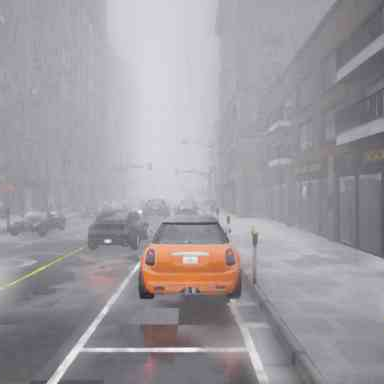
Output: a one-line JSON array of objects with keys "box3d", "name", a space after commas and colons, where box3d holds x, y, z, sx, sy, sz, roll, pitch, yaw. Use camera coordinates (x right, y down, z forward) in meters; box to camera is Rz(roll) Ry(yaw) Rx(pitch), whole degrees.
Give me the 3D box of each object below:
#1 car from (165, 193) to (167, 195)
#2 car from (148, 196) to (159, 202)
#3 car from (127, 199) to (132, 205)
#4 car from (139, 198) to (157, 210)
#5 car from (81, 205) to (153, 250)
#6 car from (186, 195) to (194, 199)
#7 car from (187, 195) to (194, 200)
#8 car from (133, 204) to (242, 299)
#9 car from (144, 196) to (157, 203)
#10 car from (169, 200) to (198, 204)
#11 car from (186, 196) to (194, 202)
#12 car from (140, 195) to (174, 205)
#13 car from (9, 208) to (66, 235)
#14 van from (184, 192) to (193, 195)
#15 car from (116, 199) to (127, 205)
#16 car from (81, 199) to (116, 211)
[{"box3d": [-8.408, 1.518, 90.251, 1.752, 1.417, 4.829, 0, 0, 0], "name": "car"}, {"box3d": [-8.408, 1.542, 73.374, 1.887, 1.381, 4.507, 0, 0, 0], "name": "car"}, {"box3d": [-8.408, 1.550, 40.611, 2.008, 1.369, 4.403, 0, 0, 0], "name": "car"}, {"box3d": [-5.770, 1.560, 44.356, 1.812, 1.442, 4.674, 0, 0, 0], "name": "car"}, {"box3d": [-3.020, 1.517, 14.356, 1.837, 1.490, 4.892, 0, 0, 0], "name": "car"}, {"box3d": [-0.383, 1.439, 35.101, 1.967, 1.590, 4.097, 0, 0, 0], "name": "car"}, {"box3d": [-0.383, 1.575, 90.427, 1.802, 1.307, 4.206, 0, 0, 0], "name": "car"}, {"box3d": [-0.033, 1.352, 8.620, 2.097, 1.767, 4.553, 0, 0, 0], "name": "car"}, {"box3d": [-8.408, 1.548, 67.693, 2.008, 1.369, 4.403, 0, 0, 0], "name": "car"}, {"box3d": [-0.383, 1.550, 24.063, 2.008, 1.369, 4.403, 0, 0, 0], "name": "car"}, {"box3d": [-0.383, 1.579, 79.064, 1.802, 1.307, 4.206, 0, 0, 0], "name": "car"}, {"box3d": [-3.020, 1.366, 29.326, 2.097, 1.767, 4.553, 0, 0, 0], "name": "car"}, {"box3d": [-8.408, 1.581, 18.538, 1.802, 1.307, 4.206, 0, 0, 0], "name": "car"}, {"box3d": [-0.383, 1.339, 67.702, 1.690, 1.788, 3.998, 0, 0, 0], "name": "van"}, {"box3d": [-8.408, 1.525, 34.923, 1.752, 1.417, 4.829, 0, 0, 0], "name": "car"}, {"box3d": [-8.408, 1.440, 29.575, 1.967, 1.590, 4.097, 0, 0, 0], "name": "car"}]
